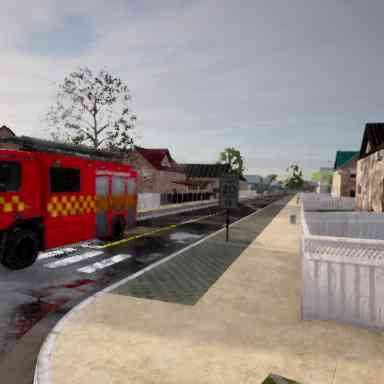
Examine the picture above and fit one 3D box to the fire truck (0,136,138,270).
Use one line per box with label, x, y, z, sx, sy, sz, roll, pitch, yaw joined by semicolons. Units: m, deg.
fire truck;-5.156;0.203;12.199;2.891;3.827;8.468;2;1;18
